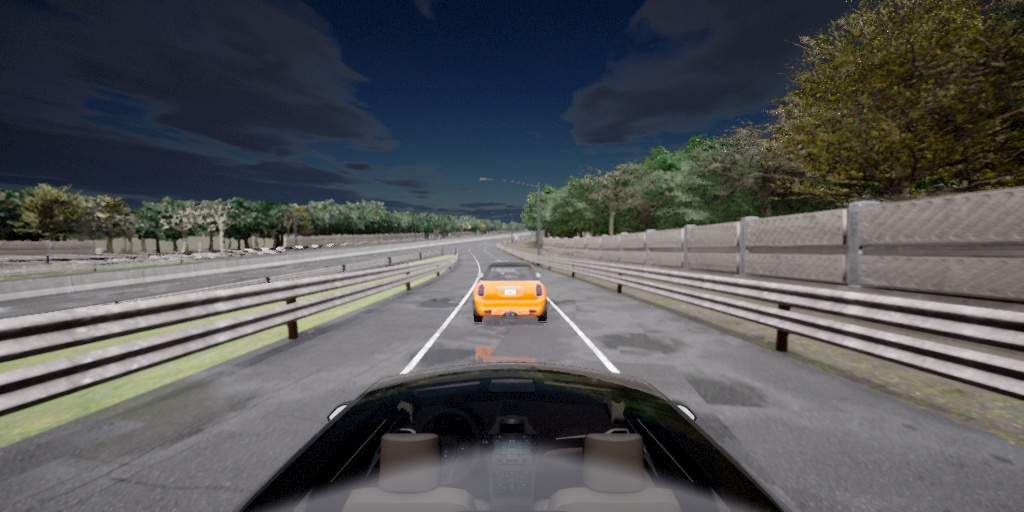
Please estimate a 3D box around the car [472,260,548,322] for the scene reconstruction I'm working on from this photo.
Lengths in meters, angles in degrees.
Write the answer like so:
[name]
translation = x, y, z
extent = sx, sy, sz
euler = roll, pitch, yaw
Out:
[car]
translation = -0.092, 0.970, 11.770
extent = 2.097, 1.767, 4.553
euler = 0, 1, -1
